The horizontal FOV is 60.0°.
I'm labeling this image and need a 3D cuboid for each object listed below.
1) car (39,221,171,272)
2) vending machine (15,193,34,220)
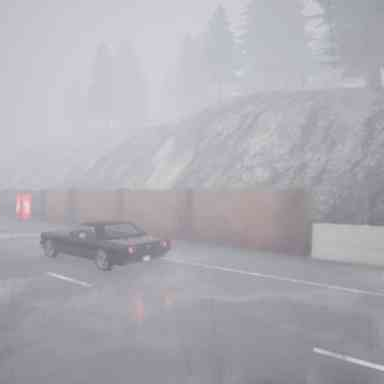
[{"bbox_3d":[-3.012,1.593,10.830,4.718,1.301,1.895,0,0,39],"label":"car"},{"bbox_3d":[-13.577,1.149,26.958,1.100,2.100,0.880,0,0,-44],"label":"vending machine"}]
